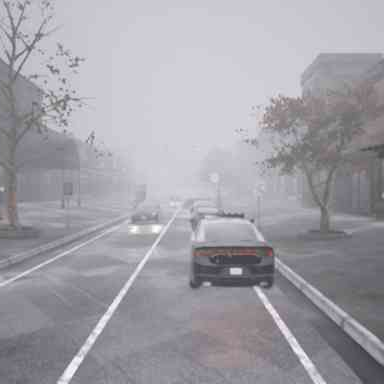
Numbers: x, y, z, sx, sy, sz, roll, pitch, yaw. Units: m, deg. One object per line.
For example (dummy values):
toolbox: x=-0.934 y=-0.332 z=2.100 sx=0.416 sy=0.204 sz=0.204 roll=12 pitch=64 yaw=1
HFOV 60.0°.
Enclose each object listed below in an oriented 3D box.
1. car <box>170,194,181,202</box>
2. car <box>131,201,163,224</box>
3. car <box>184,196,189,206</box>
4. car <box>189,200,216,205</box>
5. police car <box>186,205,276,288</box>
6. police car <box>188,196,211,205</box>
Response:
car: x=-3.168 y=1.088 z=64.121 sx=2.128 sy=1.511 sz=4.902 roll=0 pitch=1 yaw=1
car: x=-3.149 y=1.405 z=24.023 sx=1.812 sy=1.442 sz=4.674 roll=0 pitch=0 yaw=0
car: x=-0.072 y=1.282 z=47.785 sx=1.812 sy=1.442 sz=4.674 roll=0 pitch=0 yaw=0
car: x=0.862 y=1.428 z=19.155 sx=1.812 sy=1.442 sz=4.674 roll=0 pitch=0 yaw=0
police car: x=0.881 y=1.374 z=9.265 sx=1.930 sy=1.638 sz=5.238 roll=0 pitch=0 yaw=0
police car: x=0.849 y=1.299 z=25.265 sx=1.930 sy=1.638 sz=5.238 roll=0 pitch=0 yaw=0
